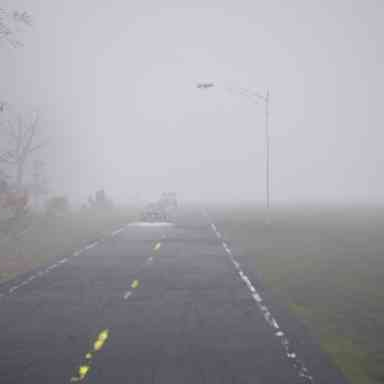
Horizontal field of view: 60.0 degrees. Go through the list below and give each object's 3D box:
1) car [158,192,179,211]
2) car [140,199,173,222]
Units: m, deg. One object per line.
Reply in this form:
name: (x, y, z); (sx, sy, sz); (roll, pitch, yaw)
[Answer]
car: (-2.797, 0.962, 39.924); (2.150, 2.045, 5.566); (0, 0, 0)
car: (-2.790, 1.515, 25.675); (1.994, 1.385, 4.181); (0, 0, 0)
